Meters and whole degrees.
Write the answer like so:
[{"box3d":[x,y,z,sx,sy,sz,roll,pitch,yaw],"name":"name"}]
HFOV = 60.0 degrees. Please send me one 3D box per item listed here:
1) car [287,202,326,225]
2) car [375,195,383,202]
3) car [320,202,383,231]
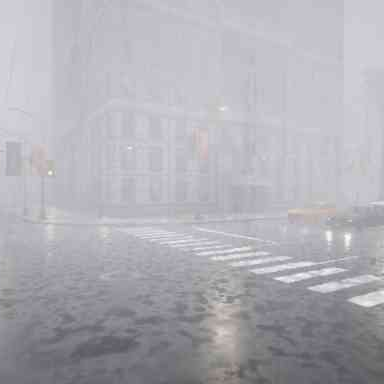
[{"box3d":[8.995,1.478,23.924,5.008,1.535,1.882,0,0,-32],"name":"car"},{"box3d":[17.690,1.221,29.216,5.566,2.045,2.150,0,0,-31],"name":"car"},{"box3d":[10.808,1.547,20.933,5.357,1.411,2.033,0,0,-32],"name":"car"}]
